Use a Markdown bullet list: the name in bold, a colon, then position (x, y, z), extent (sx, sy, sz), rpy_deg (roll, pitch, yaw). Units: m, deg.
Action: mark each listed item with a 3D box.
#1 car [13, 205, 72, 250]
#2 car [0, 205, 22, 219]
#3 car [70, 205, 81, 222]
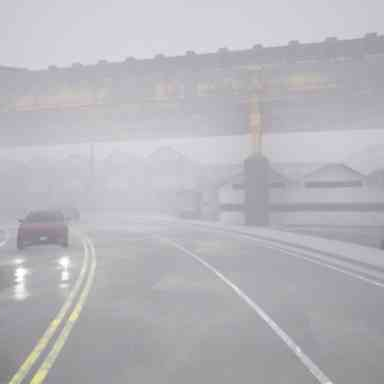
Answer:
- **car**: position (-6.593, 1.541, 14.997), extent (1.882, 1.535, 5.008), rpy_deg (0, -1, -22)
- **car**: position (-20.290, 2.218, 37.129), extent (4.892, 1.490, 1.837), rpy_deg (-2, -2, 36)
- **car**: position (-11.365, 1.836, 29.008), extent (2.128, 1.511, 4.902), rpy_deg (1, -2, -40)
